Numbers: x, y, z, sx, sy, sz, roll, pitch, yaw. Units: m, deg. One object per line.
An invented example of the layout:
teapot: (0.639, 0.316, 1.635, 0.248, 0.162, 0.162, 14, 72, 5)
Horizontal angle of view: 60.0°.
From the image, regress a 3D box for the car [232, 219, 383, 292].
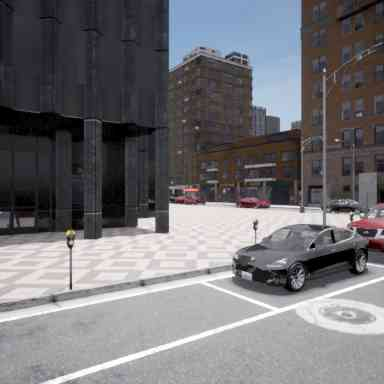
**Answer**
car: (3.039, 1.566, 8.944, 4.313, 1.339, 1.947, 0, 0, -36)

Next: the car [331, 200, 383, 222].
car: (7.627, 1.315, 12.225, 5.009, 1.841, 2.192, 0, 0, -36)

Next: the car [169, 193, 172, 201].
car: (-5.577, 1.135, 67.077, 2.150, 2.045, 5.566, 0, 0, -35)

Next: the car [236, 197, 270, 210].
car: (7.735, 1.437, 42.407, 1.882, 1.535, 5.008, 0, 0, -35)

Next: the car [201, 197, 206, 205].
car: (0.435, 1.420, 58.465, 1.882, 1.535, 5.008, 0, 0, -35)

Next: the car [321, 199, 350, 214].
car: (14.877, 1.450, 32.071, 2.128, 1.511, 4.902, 0, 0, -36)

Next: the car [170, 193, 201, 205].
car: (-1.163, 1.426, 55.331, 1.882, 1.535, 5.008, 0, 0, -34)
